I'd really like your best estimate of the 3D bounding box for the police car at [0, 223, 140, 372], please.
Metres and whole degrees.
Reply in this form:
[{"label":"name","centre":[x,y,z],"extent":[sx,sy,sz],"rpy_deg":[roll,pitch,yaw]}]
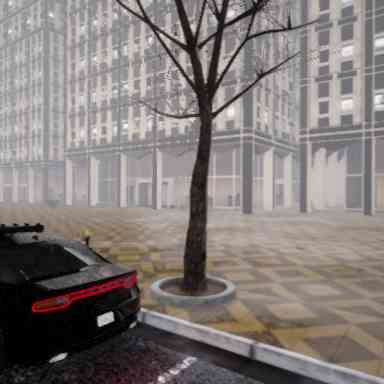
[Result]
[{"label":"police car","centre":[-3.191,1.372,5.703],"extent":[5.238,1.638,1.930],"rpy_deg":[1,0,36]}]
